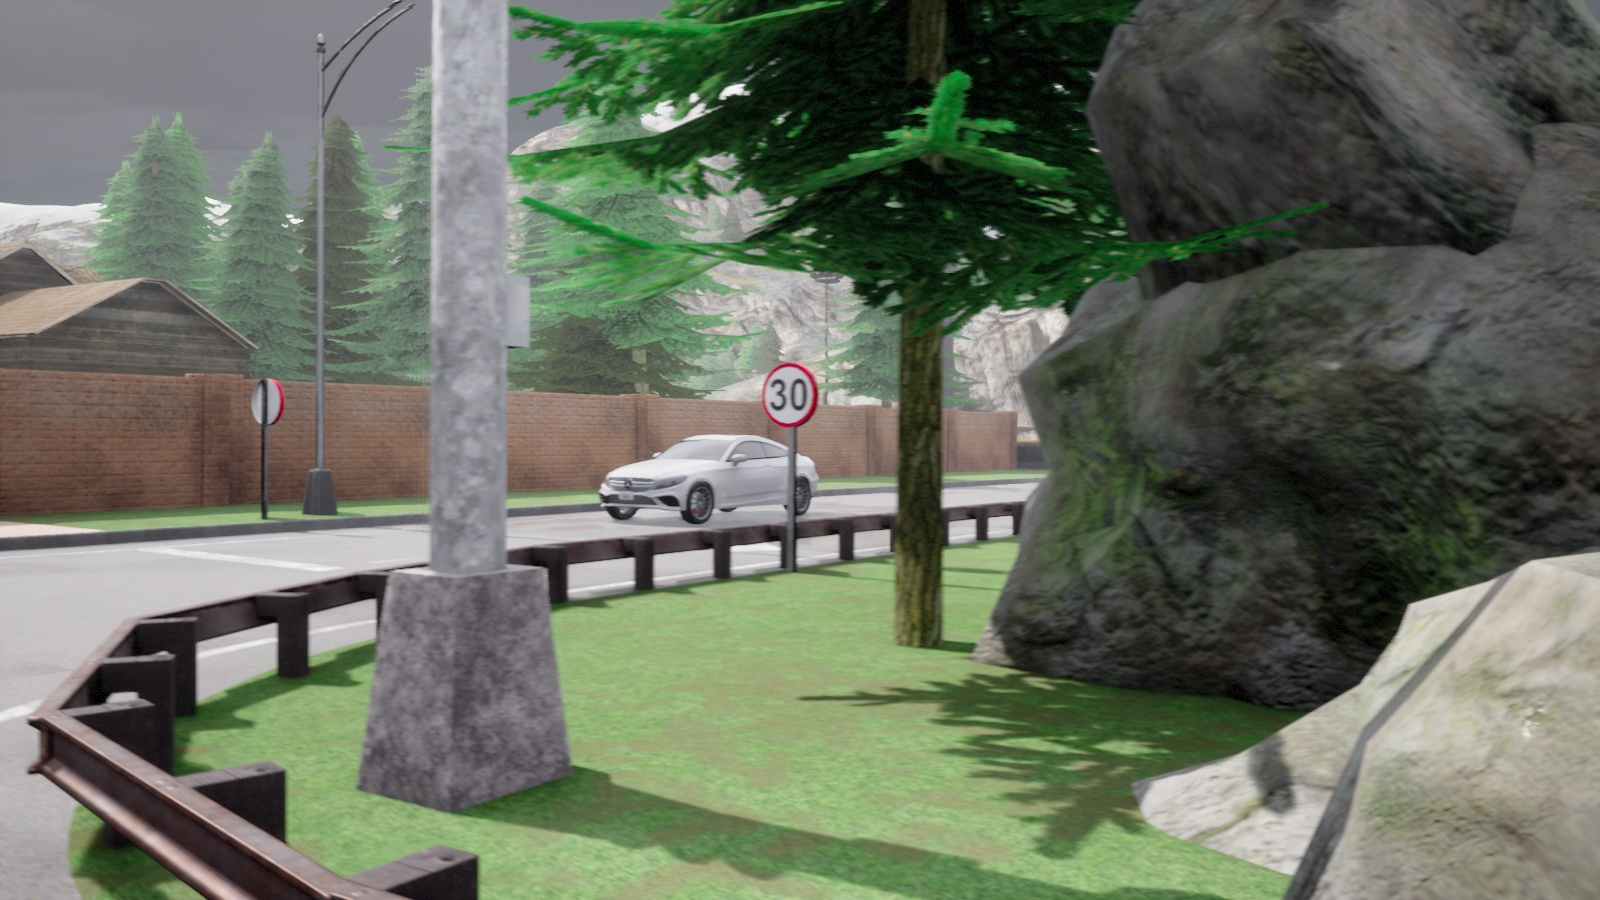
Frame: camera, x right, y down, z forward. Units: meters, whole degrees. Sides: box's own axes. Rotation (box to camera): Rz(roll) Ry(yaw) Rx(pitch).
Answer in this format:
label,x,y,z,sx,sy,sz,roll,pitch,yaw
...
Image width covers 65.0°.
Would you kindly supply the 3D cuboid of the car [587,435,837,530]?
label,x,y,z,sx,sy,sz,roll,pitch,yaw
car,-1.379,0.478,21.796,1.812,1.442,4.674,0,1,34
